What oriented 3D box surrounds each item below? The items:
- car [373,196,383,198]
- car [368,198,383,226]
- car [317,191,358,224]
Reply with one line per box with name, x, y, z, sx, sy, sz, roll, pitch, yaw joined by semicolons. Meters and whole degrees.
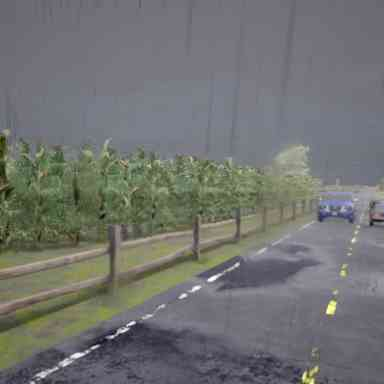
car;19.030;1.219;33.629;1.837;1.490;4.892;1;2;29
car;12.425;1.373;21.311;2.033;1.411;5.357;1;1;28
car;10.153;0.991;23.061;2.150;2.045;5.566;1;1;28
